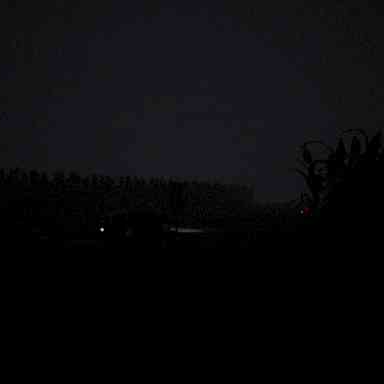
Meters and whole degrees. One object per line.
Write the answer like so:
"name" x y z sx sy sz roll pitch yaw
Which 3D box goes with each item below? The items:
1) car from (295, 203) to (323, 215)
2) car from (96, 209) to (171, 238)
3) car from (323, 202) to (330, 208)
"car" 15.274 2.258 43.883 1.895 1.301 4.718 -1 -1 37
"car" -3.185 1.725 19.098 1.837 1.490 4.892 -1 -1 37
"car" 21.268 2.319 52.046 1.812 1.442 4.674 -1 -1 37
